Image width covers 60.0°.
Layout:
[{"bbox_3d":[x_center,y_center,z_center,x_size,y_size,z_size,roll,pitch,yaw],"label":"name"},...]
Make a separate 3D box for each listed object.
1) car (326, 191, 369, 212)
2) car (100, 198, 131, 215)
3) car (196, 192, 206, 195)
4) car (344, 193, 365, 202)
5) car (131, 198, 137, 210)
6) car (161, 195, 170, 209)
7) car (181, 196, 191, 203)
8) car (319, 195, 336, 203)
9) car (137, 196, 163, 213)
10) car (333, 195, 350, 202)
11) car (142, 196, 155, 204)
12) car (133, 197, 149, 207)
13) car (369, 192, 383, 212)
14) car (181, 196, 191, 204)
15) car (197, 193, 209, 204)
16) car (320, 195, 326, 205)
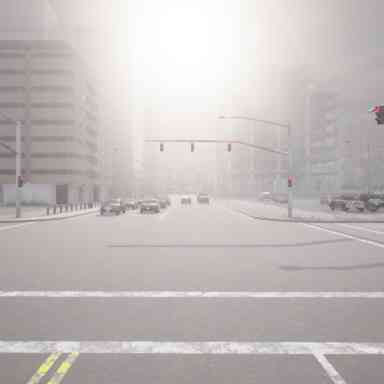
[{"bbox_3d":[16.583,1.153,35.766,1.932,1.855,4.605,0,0,0],"label":"car"},{"bbox_3d":[-8.053,1.491,34.221,2.128,1.511,4.902,0,0,0],"label":"car"},{"bbox_3d":[2.219,1.051,74.446,2.150,2.045,5.566,0,0,0],"label":"car"},{"bbox_3d":[33.379,1.153,68.409,1.932,1.855,4.605,0,0,0],"label":"car"},{"bbox_3d":[-8.120,1.526,43.370,1.812,1.442,4.674,0,0,0],"label":"car"},{"bbox_3d":[-4.647,1.352,45.988,2.097,1.767,4.553,0,0,-1],"label":"car"},{"bbox_3d":[-1.241,1.542,72.660,2.033,1.411,5.357,0,0,0],"label":"car"},{"bbox_3d":[27.801,1.395,68.333,1.970,1.475,3.806,0,0,0],"label":"car"},{"bbox_3d":[-4.575,1.505,36.845,1.837,1.490,4.892,0,0,0],"label":"car"},{"bbox_3d":[30.696,1.364,68.346,1.784,1.438,3.905,0,0,0],"label":"car"},{"bbox_3d":[-8.241,1.477,63.488,1.882,1.535,5.008,0,0,0],"label":"car"},{"bbox_3d":[-8.205,1.564,53.365,1.994,1.385,4.181,0,0,-1],"label":"car"},{"bbox_3d":[19.478,1.156,35.725,1.905,1.878,3.866,0,0,0],"label":"car"},{"bbox_3d":[-1.087,1.491,62.925,2.128,1.511,4.902,0,0,0],"label":"car"},{"bbox_3d":[2.299,1.477,64.641,1.882,1.535,5.008,0,0,0],"label":"car"},{"bbox_3d":[22.103,1.395,53.205,1.970,1.475,3.806,0,0,0],"label":"car"}]
